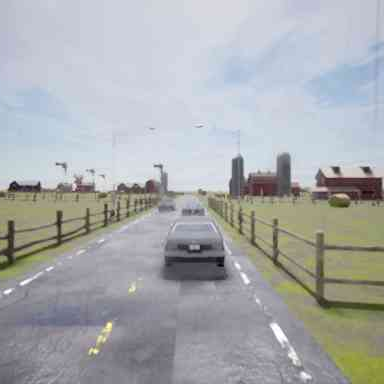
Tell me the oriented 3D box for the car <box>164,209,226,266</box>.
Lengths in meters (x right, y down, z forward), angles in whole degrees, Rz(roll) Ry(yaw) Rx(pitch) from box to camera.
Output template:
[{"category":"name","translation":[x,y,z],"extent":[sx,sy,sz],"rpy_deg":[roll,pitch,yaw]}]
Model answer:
[{"category":"car","translation":[0.080,1.526,11.418],"extent":[2.033,1.411,5.357],"rpy_deg":[0,0,0]}]

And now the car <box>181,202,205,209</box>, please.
[{"category":"car","translation":[0.082,1.499,27.153],"extent":[2.033,1.411,5.357],"rpy_deg":[0,0,0]}]

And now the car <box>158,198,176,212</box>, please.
[{"category":"car","translation":[-2.845,1.436,38.648],"extent":[1.837,1.490,4.892],"rpy_deg":[0,0,0]}]
